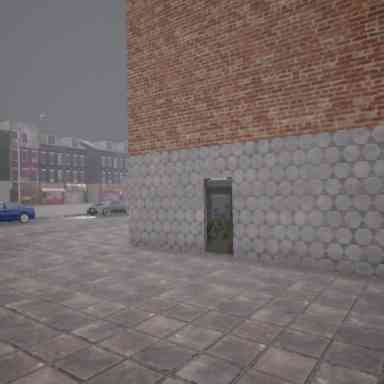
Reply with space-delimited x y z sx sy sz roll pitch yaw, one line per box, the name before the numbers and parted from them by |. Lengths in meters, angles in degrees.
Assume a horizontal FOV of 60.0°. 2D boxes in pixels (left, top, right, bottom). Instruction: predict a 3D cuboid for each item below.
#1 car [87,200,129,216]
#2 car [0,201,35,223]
car | -7.532 1.411 30.512 1.994 1.385 4.181 -2 0 35
car | -13.220 1.430 22.441 1.882 1.535 5.008 -2 0 35
